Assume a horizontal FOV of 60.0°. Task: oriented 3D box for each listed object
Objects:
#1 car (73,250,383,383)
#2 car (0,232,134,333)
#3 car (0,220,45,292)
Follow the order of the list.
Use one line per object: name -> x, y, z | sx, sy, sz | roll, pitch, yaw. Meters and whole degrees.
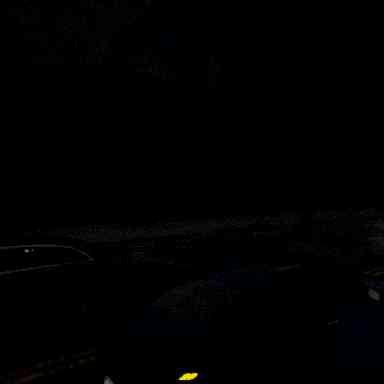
car -> 1.157, 1.512, 4.267 | 4.674, 1.442, 1.812 | 0, 0, -35
car -> -3.259, 1.490, 5.352 | 4.902, 1.511, 2.128 | 0, 0, -35
car -> -5.978, 1.529, 7.403 | 4.674, 1.442, 1.812 | 0, 0, -35
